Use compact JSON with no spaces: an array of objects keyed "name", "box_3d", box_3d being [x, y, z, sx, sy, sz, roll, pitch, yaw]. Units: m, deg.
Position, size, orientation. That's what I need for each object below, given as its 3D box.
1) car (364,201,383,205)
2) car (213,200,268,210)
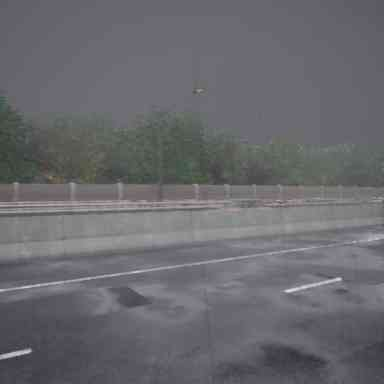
[{"name":"car","box_3d":[18.012,1.562,32.315,5.357,1.411,2.033,0,0,-32]},{"name":"car","box_3d":[3.306,1.349,22.919,4.553,1.767,2.097,0,0,-33]}]
